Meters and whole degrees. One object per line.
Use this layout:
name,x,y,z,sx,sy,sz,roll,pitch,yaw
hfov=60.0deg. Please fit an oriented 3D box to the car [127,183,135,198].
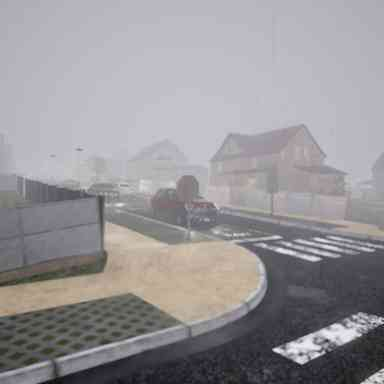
car,-7.103,-0.231,33.143,1.812,1.442,4.674,1,3,-31

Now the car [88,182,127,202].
car,-7.485,-0.041,28.280,1.837,1.490,4.892,1,3,-31

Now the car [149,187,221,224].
car,-0.460,0.585,17.509,2.097,1.767,4.553,1,3,-32

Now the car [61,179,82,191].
car,-14.927,-0.886,41.054,2.033,1.411,5.357,1,3,-29
